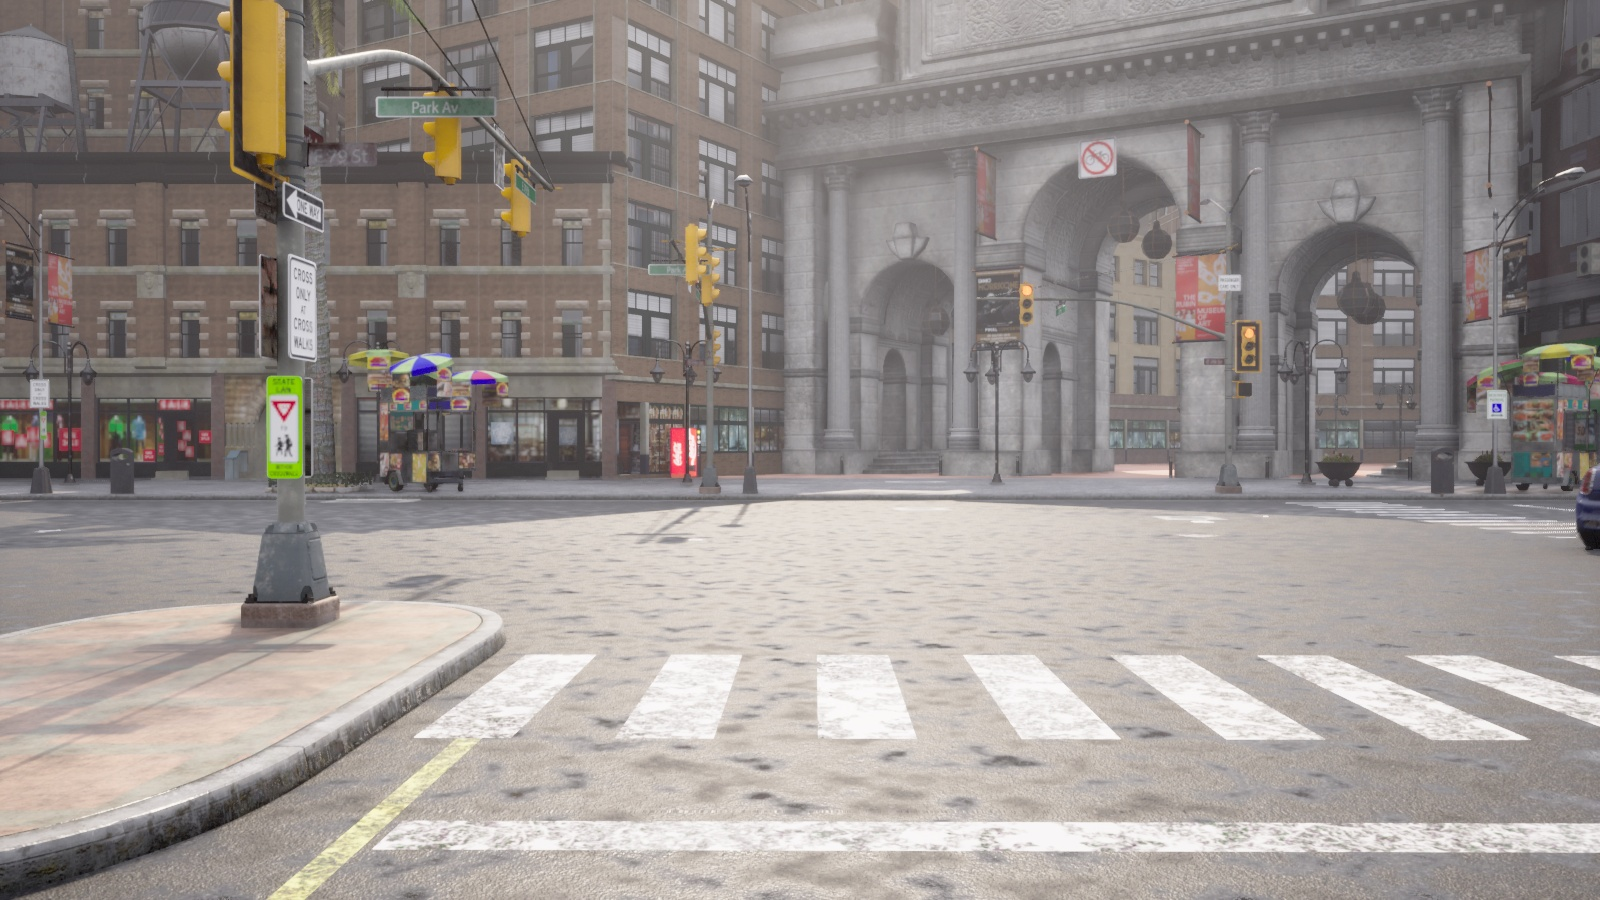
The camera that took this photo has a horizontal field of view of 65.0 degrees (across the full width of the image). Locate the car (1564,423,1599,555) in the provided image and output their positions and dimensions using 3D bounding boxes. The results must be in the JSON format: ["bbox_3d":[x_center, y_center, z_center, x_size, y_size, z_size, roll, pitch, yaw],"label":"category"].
[{"bbox_3d":[13.014,0.519,17.129,4.553,1.767,2.097,0,0,-21],"label":"car"}]
